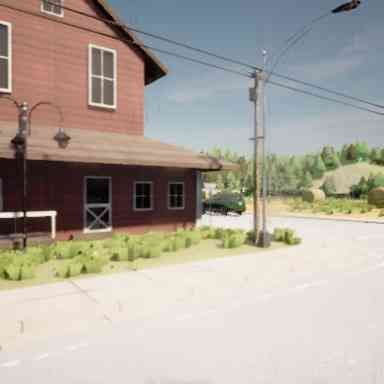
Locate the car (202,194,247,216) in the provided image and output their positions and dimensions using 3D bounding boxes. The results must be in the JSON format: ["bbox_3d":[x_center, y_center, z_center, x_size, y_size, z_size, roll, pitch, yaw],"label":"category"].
[{"bbox_3d":[2.756,1.169,31.991,2.150,2.045,5.566,0,0,-36],"label":"car"}]
